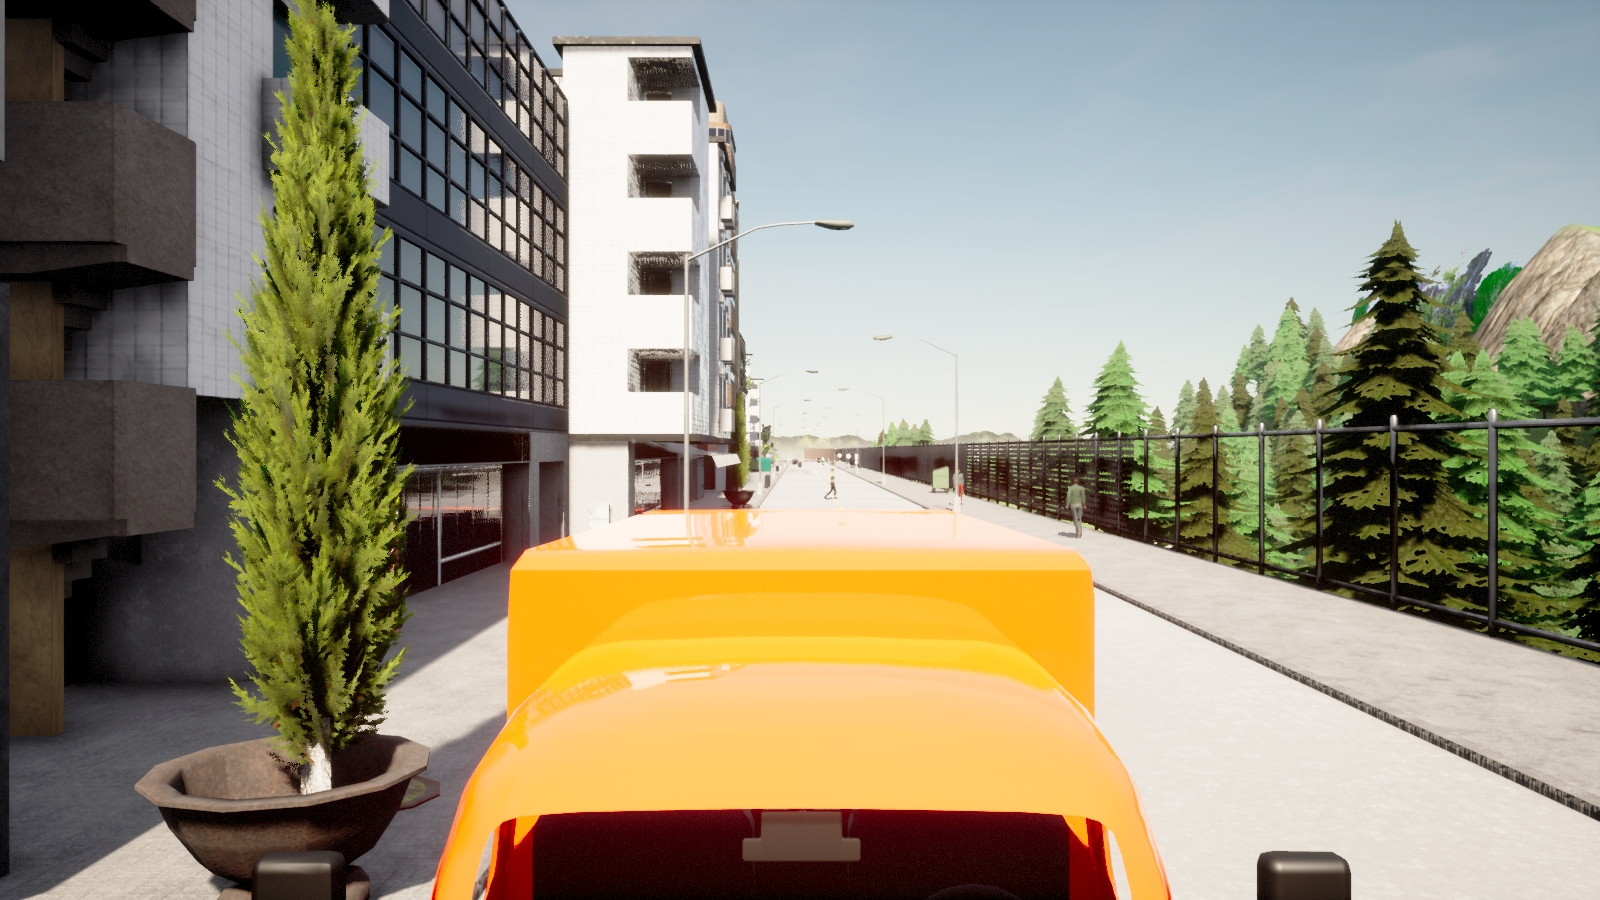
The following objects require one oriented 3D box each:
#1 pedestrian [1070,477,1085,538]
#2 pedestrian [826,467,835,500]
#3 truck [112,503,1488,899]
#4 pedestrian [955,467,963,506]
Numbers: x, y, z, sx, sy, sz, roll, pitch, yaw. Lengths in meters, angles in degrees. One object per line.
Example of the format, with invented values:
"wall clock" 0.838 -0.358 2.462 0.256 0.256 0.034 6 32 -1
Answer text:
"pedestrian" 8.517 1.759 35.084 0.375 1.860 0.375 0 0 -3
"pedestrian" 1.722 1.873 64.359 0.375 1.860 0.375 0 0 26
"truck" 0.000 1.571 4.781 2.627 2.467 5.204 0 0 0
"pedestrian" 7.676 1.766 55.142 0.375 1.860 0.375 0 0 0
